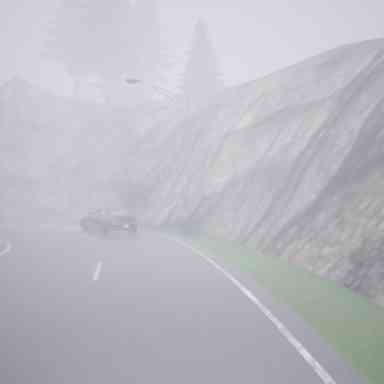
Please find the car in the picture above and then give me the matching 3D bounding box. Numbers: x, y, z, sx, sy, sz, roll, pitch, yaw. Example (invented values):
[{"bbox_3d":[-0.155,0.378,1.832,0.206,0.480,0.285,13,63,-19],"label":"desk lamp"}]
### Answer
[{"bbox_3d":[-4.619,1.541,18.497,1.812,1.442,4.674,1,0,-36],"label":"car"}]
